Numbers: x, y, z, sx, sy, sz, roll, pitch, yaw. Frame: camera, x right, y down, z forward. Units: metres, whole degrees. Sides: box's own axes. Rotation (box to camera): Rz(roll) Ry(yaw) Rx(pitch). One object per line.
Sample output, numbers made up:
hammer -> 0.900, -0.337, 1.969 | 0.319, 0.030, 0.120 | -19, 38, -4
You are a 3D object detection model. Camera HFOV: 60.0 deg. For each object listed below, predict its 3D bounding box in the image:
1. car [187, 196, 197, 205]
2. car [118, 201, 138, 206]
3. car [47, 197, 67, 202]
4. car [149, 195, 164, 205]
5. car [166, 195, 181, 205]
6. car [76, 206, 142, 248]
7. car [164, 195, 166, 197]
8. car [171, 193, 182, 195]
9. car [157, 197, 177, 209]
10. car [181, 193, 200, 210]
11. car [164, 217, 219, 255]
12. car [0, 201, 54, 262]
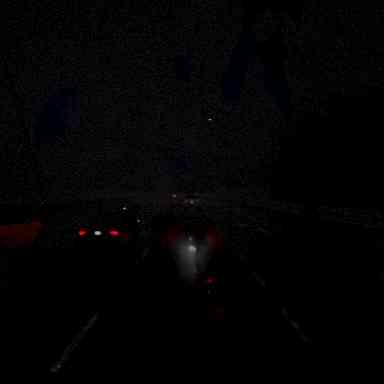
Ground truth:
car -> -0.023, 1.645, 63.617 | 1.882, 1.535, 5.008 | 0, 0, 0
car -> -7.014, 1.680, 36.606 | 1.994, 1.385, 4.181 | 0, 0, 0
car -> -17.581, 1.483, 42.658 | 2.097, 1.767, 4.553 | 0, 0, 0
car -> -7.022, 1.673, 63.600 | 1.837, 1.490, 4.892 | 0, 0, 0
car -> -3.523, 1.731, 63.591 | 1.994, 1.385, 4.181 | 0, 0, 0
car -> -3.506, 1.588, 14.872 | 2.033, 1.411, 5.357 | 0, 0, 0
car -> -7.029, 1.535, 81.508 | 2.097, 1.767, 4.553 | 0, 0, 0
car -> -3.530, 1.707, 83.556 | 2.128, 1.511, 4.902 | 0, 0, 0
car -> -3.517, 1.745, 47.875 | 1.895, 1.301, 4.718 | 0, 0, 0
car -> -0.017, 1.363, 46.414 | 2.150, 2.045, 5.566 | 0, 0, 0
car -> -0.007, 1.636, 13.398 | 1.895, 1.301, 4.718 | 0, 0, 0
car -> -7.005, 1.381, 11.827 | 2.097, 1.767, 4.553 | 0, 0, 0
